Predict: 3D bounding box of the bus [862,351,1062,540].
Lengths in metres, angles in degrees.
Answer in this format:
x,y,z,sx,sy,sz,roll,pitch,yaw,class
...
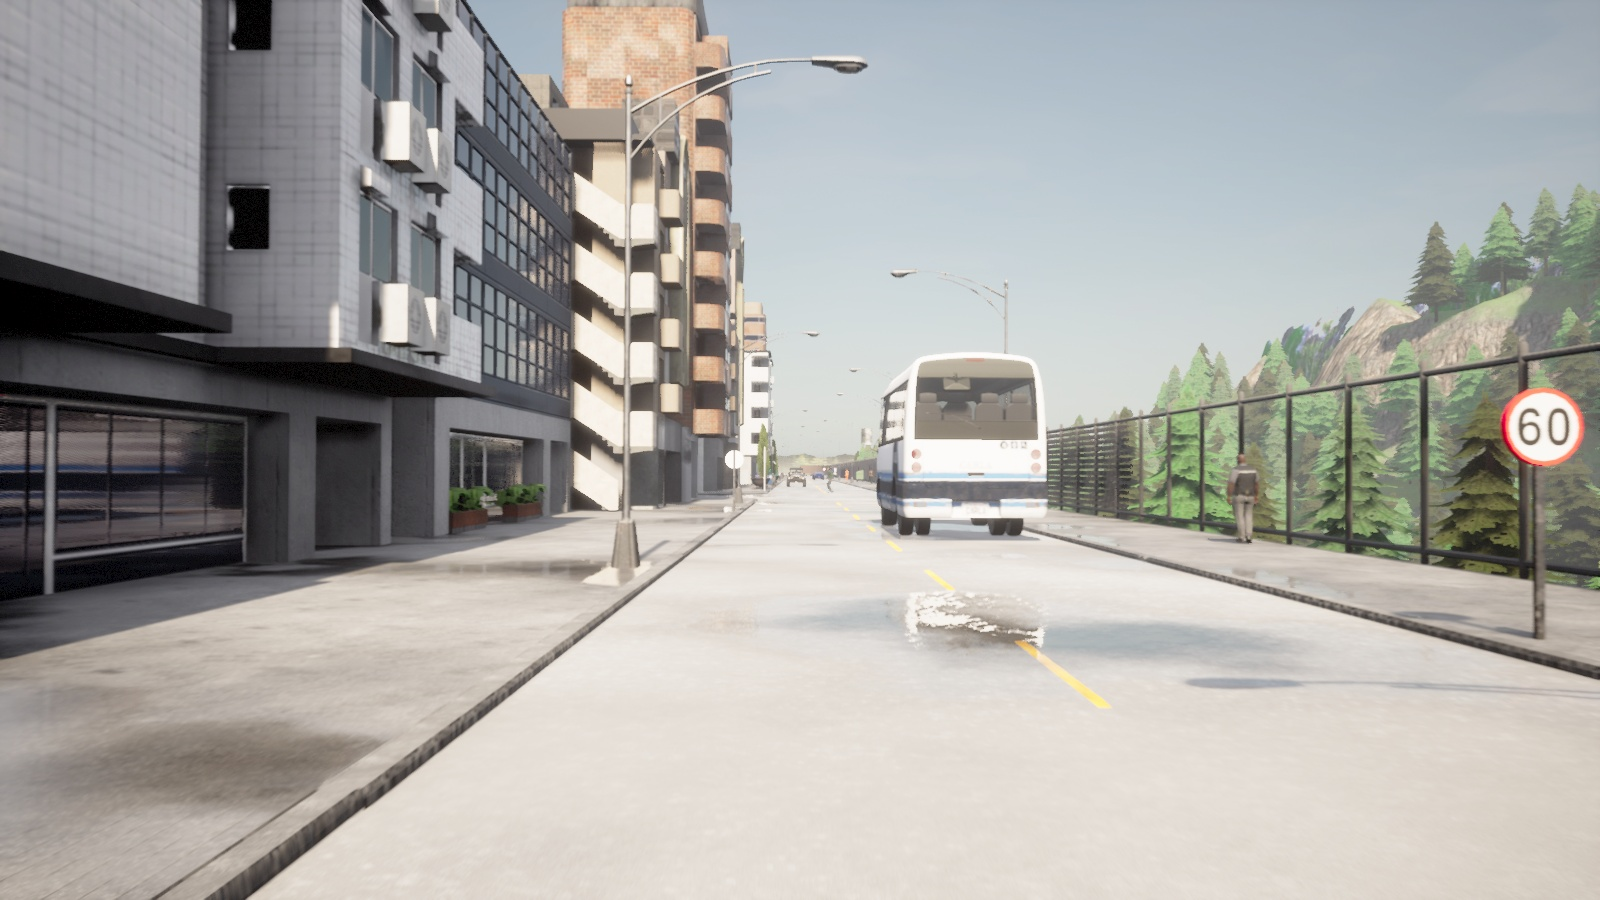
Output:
x,y,z,sx,sy,sz,roll,pitch,yaw,class
3.906,-0.018,33.431,3.944,4.253,10.273,0,-1,0,bus

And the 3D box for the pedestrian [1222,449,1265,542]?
x,y,z,sx,sy,sz,roll,pitch,yaw,class
9.135,0.921,25.871,0.563,1.883,0.849,0,-1,0,pedestrian

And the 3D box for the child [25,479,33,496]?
x,y,z,sx,sy,sz,roll,pitch,yaw,class
-50.975,2.498,83.006,0.394,1.110,0.255,0,-1,-1,child
